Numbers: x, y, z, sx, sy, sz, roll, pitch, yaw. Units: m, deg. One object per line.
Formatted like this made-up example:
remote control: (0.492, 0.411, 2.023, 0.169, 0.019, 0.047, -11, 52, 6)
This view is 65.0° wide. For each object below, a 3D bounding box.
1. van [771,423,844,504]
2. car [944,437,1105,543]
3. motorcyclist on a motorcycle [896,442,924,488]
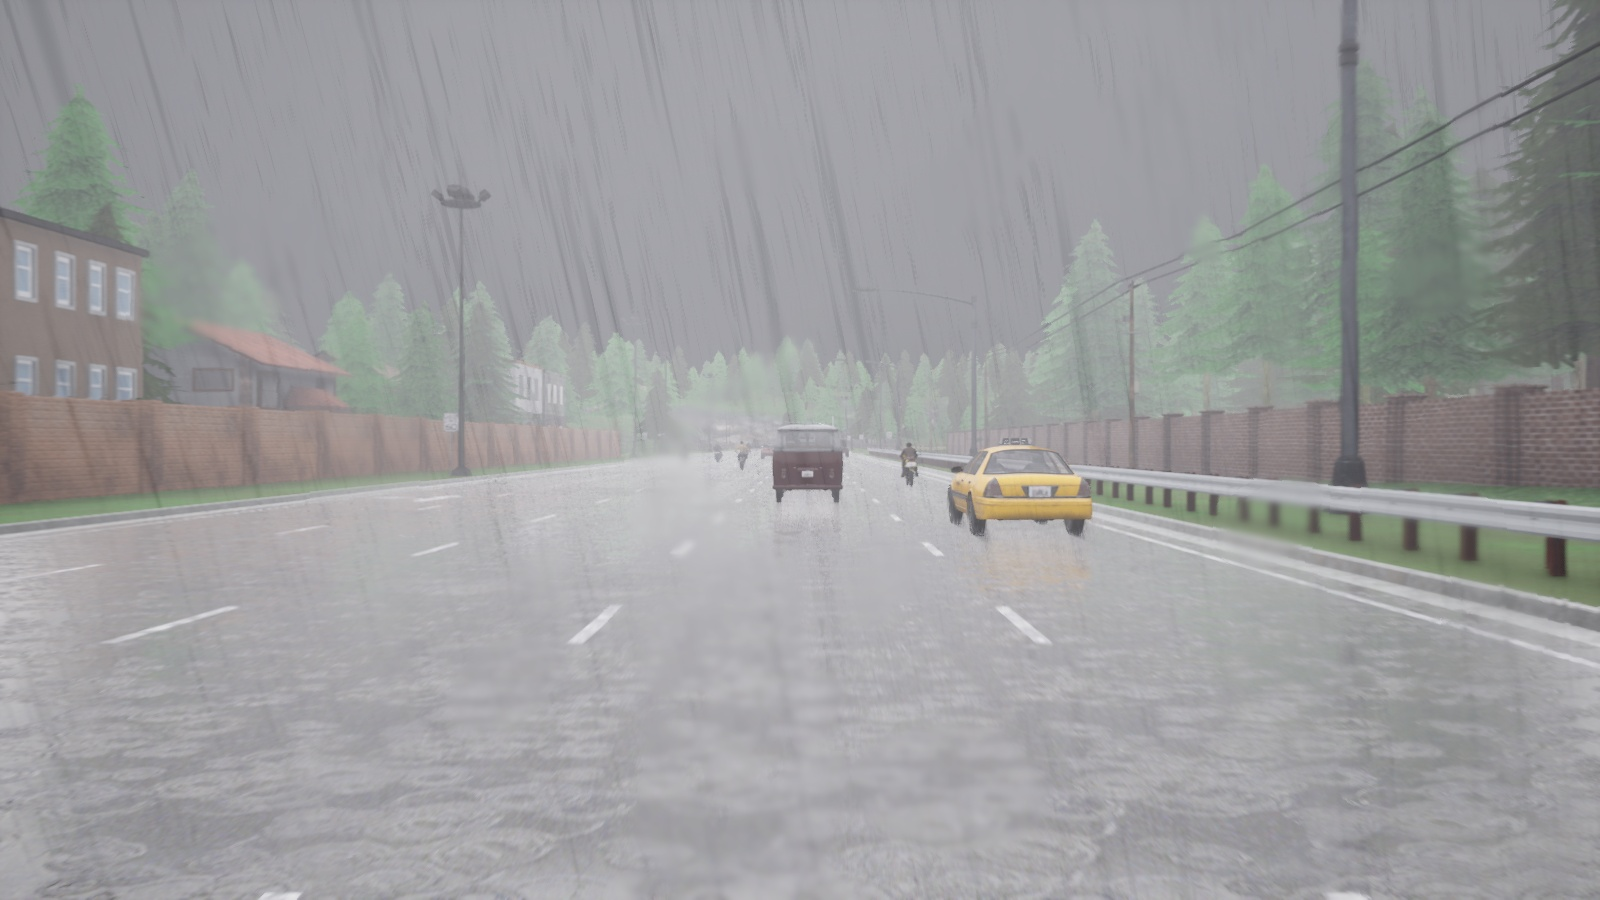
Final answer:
van: (0.199, 0.317, 32.751, 1.775, 1.987, 4.442, 0, 0, 0)
car: (3.635, 0.571, 21.299, 1.801, 1.575, 5.366, 0, 0, 0)
motorcyclist on a motorcycle: (3.756, 0.492, 42.962, 0.797, 1.523, 2.044, 0, 0, 0)
